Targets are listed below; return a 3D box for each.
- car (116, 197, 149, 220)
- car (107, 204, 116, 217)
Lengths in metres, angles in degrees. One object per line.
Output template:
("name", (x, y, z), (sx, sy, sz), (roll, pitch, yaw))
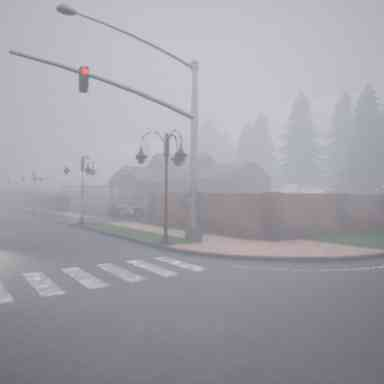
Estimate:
("car", (-3.581, 1.340, 27.752), (4.605, 1.855, 1.932), (1, -1, -37))
("car", (-5.400, 1.339, 29.531), (3.866, 1.878, 1.905), (1, -1, -37))
